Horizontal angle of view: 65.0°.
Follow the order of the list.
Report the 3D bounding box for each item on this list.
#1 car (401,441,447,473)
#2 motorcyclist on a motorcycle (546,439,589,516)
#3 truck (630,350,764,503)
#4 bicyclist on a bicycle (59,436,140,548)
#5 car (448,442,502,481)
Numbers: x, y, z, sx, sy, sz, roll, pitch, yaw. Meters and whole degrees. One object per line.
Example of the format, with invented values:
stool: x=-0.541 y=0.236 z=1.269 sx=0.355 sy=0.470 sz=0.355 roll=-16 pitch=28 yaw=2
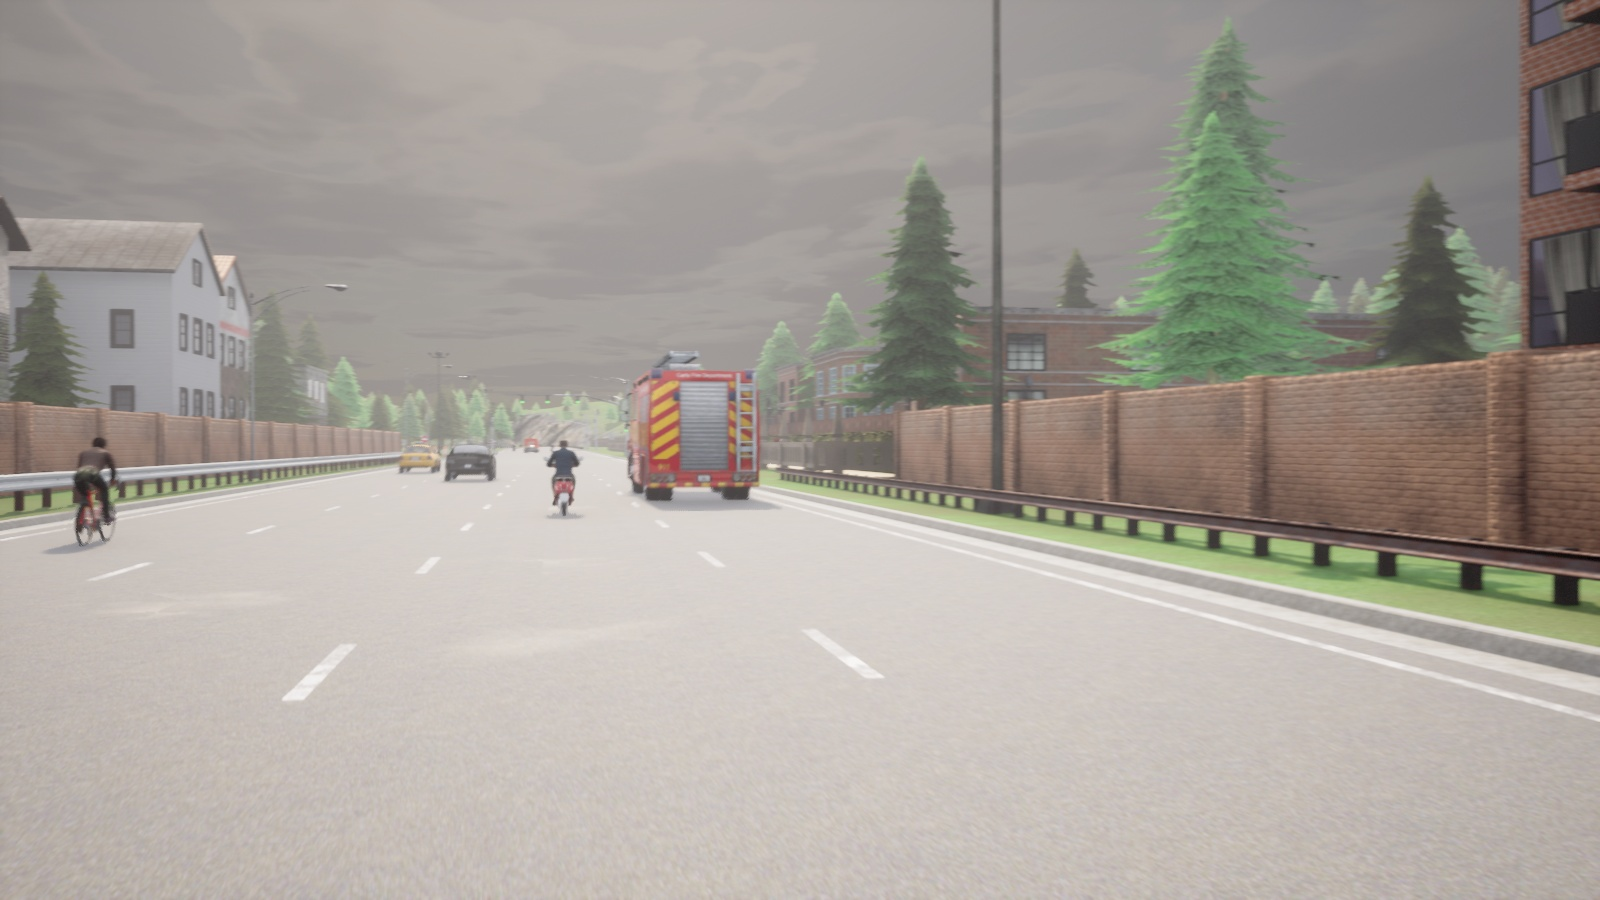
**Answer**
car: x=-19.730 y=0.345 z=66.004 sx=1.801 sy=1.575 sz=5.366 roll=0 pitch=0 yaw=-11
motorcyclist on a motorcycle: x=-4.952 y=0.557 z=26.751 sx=0.866 sy=1.590 sz=1.817 roll=0 pitch=0 yaw=-11
truck: x=-3.156 y=-0.615 z=35.820 sx=2.891 sy=3.827 sz=8.468 roll=0 pitch=0 yaw=-11
bicyclist on a bicycle: x=-10.576 y=0.610 z=19.015 sx=0.582 sy=1.620 sz=1.656 roll=0 pitch=0 yaw=-11
car: x=-13.522 y=0.451 z=52.441 sx=1.882 sy=1.535 sz=5.008 roll=0 pitch=0 yaw=-11
